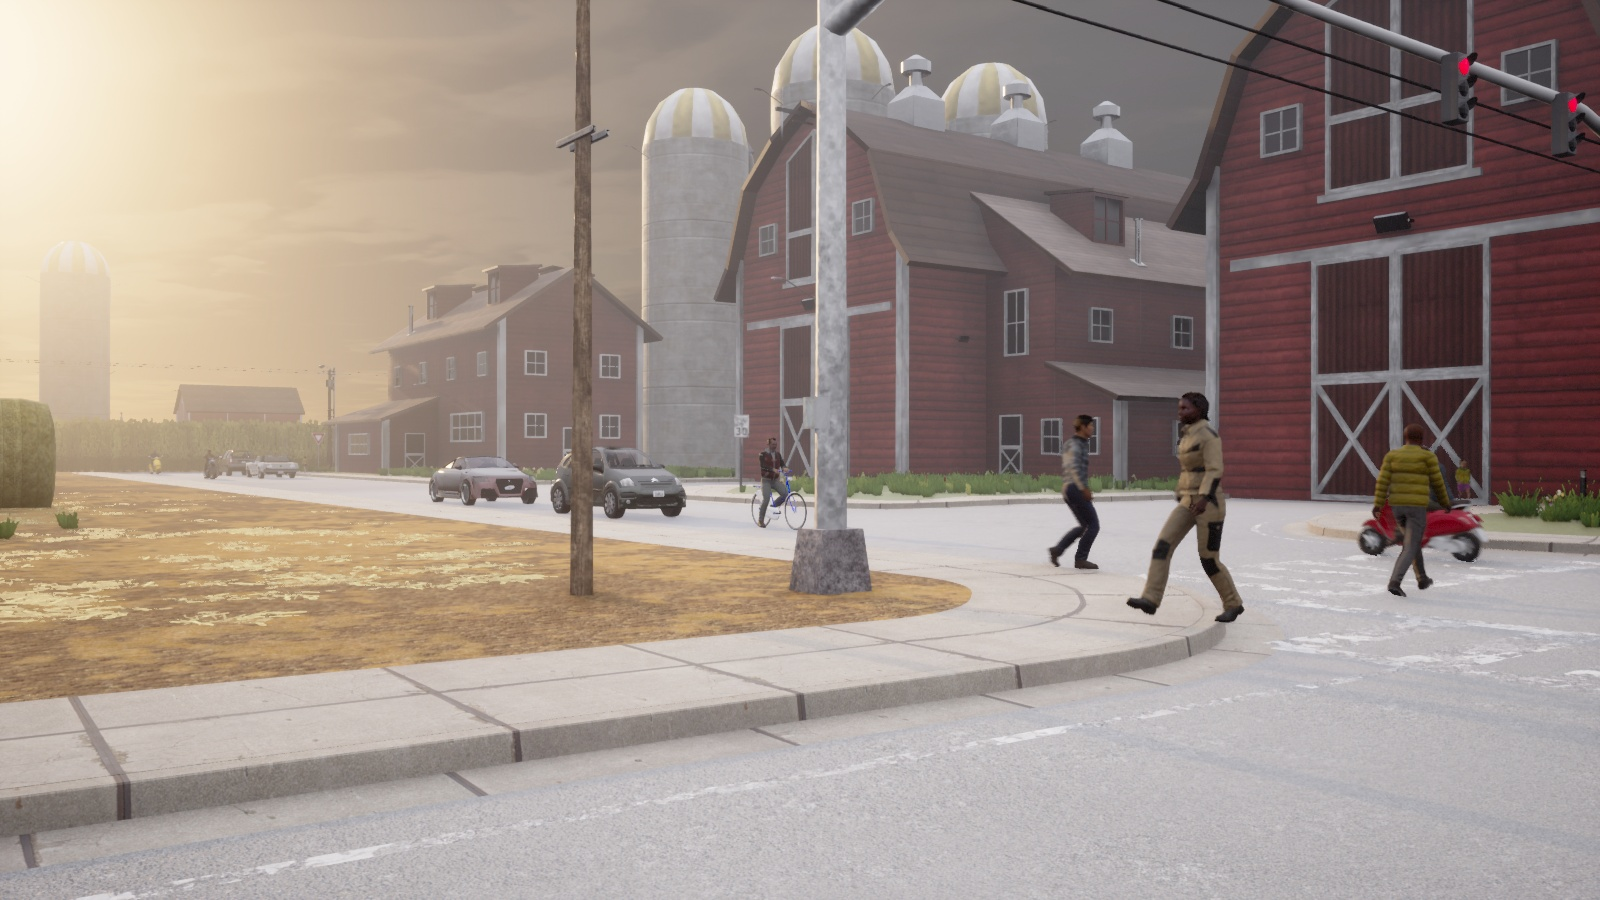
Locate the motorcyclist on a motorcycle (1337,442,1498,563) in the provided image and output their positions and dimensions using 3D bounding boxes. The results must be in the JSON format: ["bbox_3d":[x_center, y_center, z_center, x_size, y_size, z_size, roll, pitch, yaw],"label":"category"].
[{"bbox_3d":[8.604,0.696,17.557,0.866,1.590,1.817,0,0,-36],"label":"motorcyclist on a motorcycle"}]

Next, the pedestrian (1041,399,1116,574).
[{"bbox_3d":[3.154,0.408,14.260,0.788,1.949,0.423,0,0,5],"label":"pedestrian"}]

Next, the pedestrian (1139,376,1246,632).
[{"bbox_3d":[3.049,0.408,9.763,0.692,1.930,0.396,0,0,-18],"label":"pedestrian"}]

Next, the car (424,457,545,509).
[{"bbox_3d":[-9.124,0.890,36.096,1.994,1.385,4.181,0,0,-36],"label":"car"}]

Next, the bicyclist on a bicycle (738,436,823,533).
[{"bbox_3d":[-0.399,0.641,24.027,0.659,1.776,1.843,-1,0,-36],"label":"bicyclist on a bicycle"}]

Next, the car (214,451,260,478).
[{"bbox_3d":[-34.760,0.880,77.491,1.851,1.617,3.988,0,0,-36],"label":"car"}]

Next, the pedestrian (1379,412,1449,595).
[{"bbox_3d":[6.337,0.538,12.957,0.726,1.835,0.370,0,0,-39],"label":"pedestrian"}]

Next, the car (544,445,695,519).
[{"bbox_3d":[-4.279,0.697,29.392,1.851,1.617,3.988,0,0,-36],"label":"car"}]

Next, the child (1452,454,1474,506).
[{"bbox_3d":[15.092,0.678,28.573,0.299,1.160,0.473,0,0,9],"label":"child"}]

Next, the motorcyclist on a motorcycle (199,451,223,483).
[{"bbox_3d":[-31.318,0.898,66.763,0.766,1.649,2.350,0,0,-36],"label":"motorcyclist on a motorcycle"}]

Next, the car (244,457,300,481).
[{"bbox_3d":[-29.672,1.054,70.457,1.895,1.301,4.718,0,0,-36],"label":"car"}]
